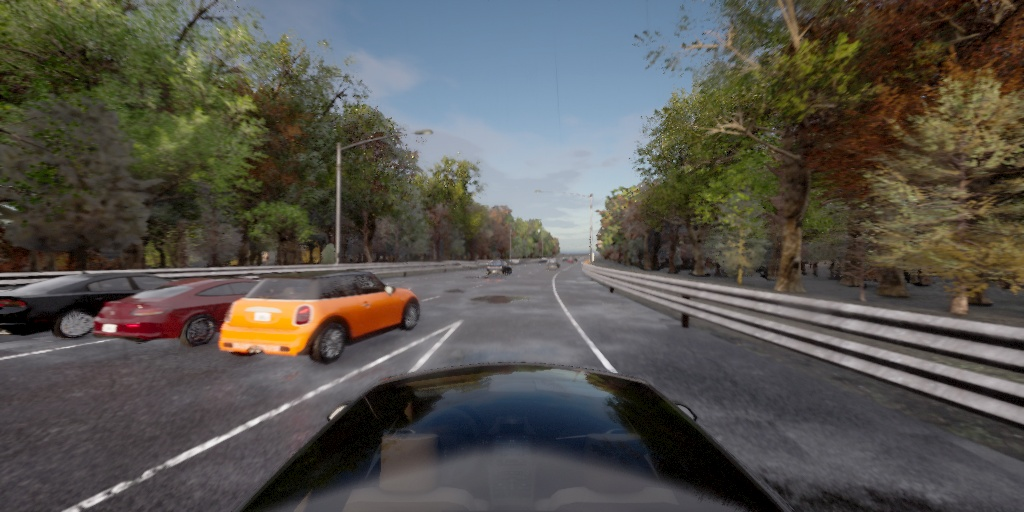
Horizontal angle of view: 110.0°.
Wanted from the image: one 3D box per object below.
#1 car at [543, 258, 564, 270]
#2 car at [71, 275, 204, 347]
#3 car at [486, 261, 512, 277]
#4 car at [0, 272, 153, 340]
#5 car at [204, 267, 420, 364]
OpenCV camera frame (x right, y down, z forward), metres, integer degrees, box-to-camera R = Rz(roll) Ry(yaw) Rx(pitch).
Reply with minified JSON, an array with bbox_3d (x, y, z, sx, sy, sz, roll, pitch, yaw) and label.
[{"bbox_3d":[6.782,1.465,58.457,2.128,1.511,4.902,0,0,12],"label":"car"},{"bbox_3d":[-7.389,1.260,9.267,1.812,1.442,4.674,0,0,12],"label":"car"},{"bbox_3d":[-1.269,1.357,37.686,2.128,1.511,4.902,0,0,12],"label":"car"},{"bbox_3d":[-10.808,1.184,10.014,1.882,1.535,5.008,0,0,12],"label":"car"},{"bbox_3d":[-3.986,1.111,8.452,2.097,1.767,4.553,0,0,12],"label":"car"}]
